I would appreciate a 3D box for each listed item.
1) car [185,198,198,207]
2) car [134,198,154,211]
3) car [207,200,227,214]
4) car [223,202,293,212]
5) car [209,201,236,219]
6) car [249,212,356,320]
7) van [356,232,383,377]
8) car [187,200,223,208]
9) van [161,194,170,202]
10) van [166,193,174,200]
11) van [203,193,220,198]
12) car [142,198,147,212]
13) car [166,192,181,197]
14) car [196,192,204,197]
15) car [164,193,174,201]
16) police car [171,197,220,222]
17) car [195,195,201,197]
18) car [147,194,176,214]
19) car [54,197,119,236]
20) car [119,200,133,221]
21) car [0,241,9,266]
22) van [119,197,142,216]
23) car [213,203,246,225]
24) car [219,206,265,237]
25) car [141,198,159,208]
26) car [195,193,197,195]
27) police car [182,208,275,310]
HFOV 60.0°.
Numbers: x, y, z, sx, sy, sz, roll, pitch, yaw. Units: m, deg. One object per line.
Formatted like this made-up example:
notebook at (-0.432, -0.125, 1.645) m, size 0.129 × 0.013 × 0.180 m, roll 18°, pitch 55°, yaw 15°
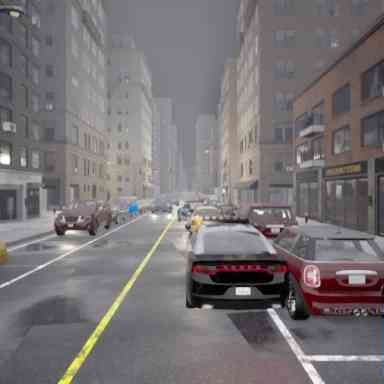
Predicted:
car at (-0.067, 1.565, 51.555) m, size 1.895 × 1.301 × 4.718 m, roll 0°, pitch 0°, yaw 0°
car at (-5.912, 1.504, 41.124) m, size 1.752 × 1.417 × 4.829 m, roll 0°, pitch 0°, yaw 0°
car at (2.621, 1.568, 35.651) m, size 1.802 × 1.307 × 4.206 m, roll 0°, pitch 0°, yaw 0°
car at (2.650, 1.311, 12.973) m, size 2.192 × 1.841 × 5.009 m, roll 0°, pitch 0°, yaw 0°
car at (2.628, 1.541, 29.981) m, size 2.008 × 1.369 × 4.403 m, roll 0°, pitch 0°, yaw 0°
car at (2.658, 1.438, 7.305) m, size 1.967 × 1.590 × 4.097 m, roll 0°, pitch 0°, yaw 0°
van at (2.665, 1.341, 1.635) m, size 1.690 × 1.788 × 3.998 m, roll 0°, pitch 0°, yaw 0°
car at (0.763, 1.450, 18.133) m, size 1.801 × 1.575 × 5.366 m, roll 0°, pitch 0°, yaw 0°
van at (-5.954, 1.273, 74.157) m, size 1.690 × 1.788 × 3.998 m, roll 0°, pitch 0°, yaw 0°
van at (-5.976, 1.241, 90.915) m, size 1.690 × 1.788 × 3.998 m, roll 0°, pitch 0°, yaw 0°
van at (2.614, 1.320, 41.321) m, size 1.690 × 1.788 × 3.998 m, roll 0°, pitch 0°, yaw 0°
car at (-5.904, 1.511, 35.455) m, size 1.752 × 1.417 × 4.829 m, roll 0°, pitch 0°, yaw 0°
car at (-3.068, 1.223, 51.907) m, size 2.150 × 2.045 × 5.566 m, roll 0°, pitch 0°, yaw 0°
car at (2.571, 1.372, 74.186) m, size 1.967 × 1.590 × 4.097 m, roll 0°, pitch 0°, yaw 0°
car at (-5.969, 1.227, 85.329) m, size 2.192 × 1.841 × 5.009 m, roll 0°, pitch 0°, yaw 0°
police car at (0.242, 1.417, 23.959) m, size 1.930 × 1.638 × 5.238 m, roll 0°, pitch 0°, yaw -17°
car at (-0.054, 1.505, 41.309) m, size 1.812 × 1.442 × 4.674 m, roll 0°, pitch 0°, yaw 0°
car at (-3.131, 1.338, 35.240) m, size 2.097 × 1.767 × 4.553 m, roll 0°, pitch 0°, yaw 0°
car at (-5.883, 1.309, 18.620) m, size 2.192 × 1.841 × 5.009 m, roll 0°, pitch 0°, yaw 0°
car at (-5.890, 1.543, 24.288) m, size 2.008 × 1.369 × 4.403 m, roll 0°, pitch 0°, yaw 0°
car at (-5.867, 1.523, 7.113) m, size 1.752 × 1.417 × 4.829 m, roll 0°, pitch 0°, yaw 0°
van at (-5.898, 1.331, 29.956) m, size 1.690 × 1.788 × 3.998 m, roll 0°, pitch 0°, yaw 0°
car at (2.635, 1.558, 24.312) m, size 1.947 × 1.339 × 4.313 m, roll 0°, pitch 0°, yaw 0°
car at (2.643, 1.560, 18.643) m, size 1.947 × 1.339 × 4.313 m, roll 0°, pitch 0°, yaw 0°
car at (-5.919, 1.521, 46.961) m, size 2.008 × 1.369 × 4.403 m, roll 0°, pitch 0°, yaw 0°
car at (2.557, 1.227, 85.356) m, size 2.192 × 1.841 × 5.009 m, roll 0°, pitch 0°, yaw 0°
police car at (0.786, 1.423, 8.038) m, size 1.930 × 1.638 × 5.238 m, roll 0°, pitch 0°, yaw -1°
